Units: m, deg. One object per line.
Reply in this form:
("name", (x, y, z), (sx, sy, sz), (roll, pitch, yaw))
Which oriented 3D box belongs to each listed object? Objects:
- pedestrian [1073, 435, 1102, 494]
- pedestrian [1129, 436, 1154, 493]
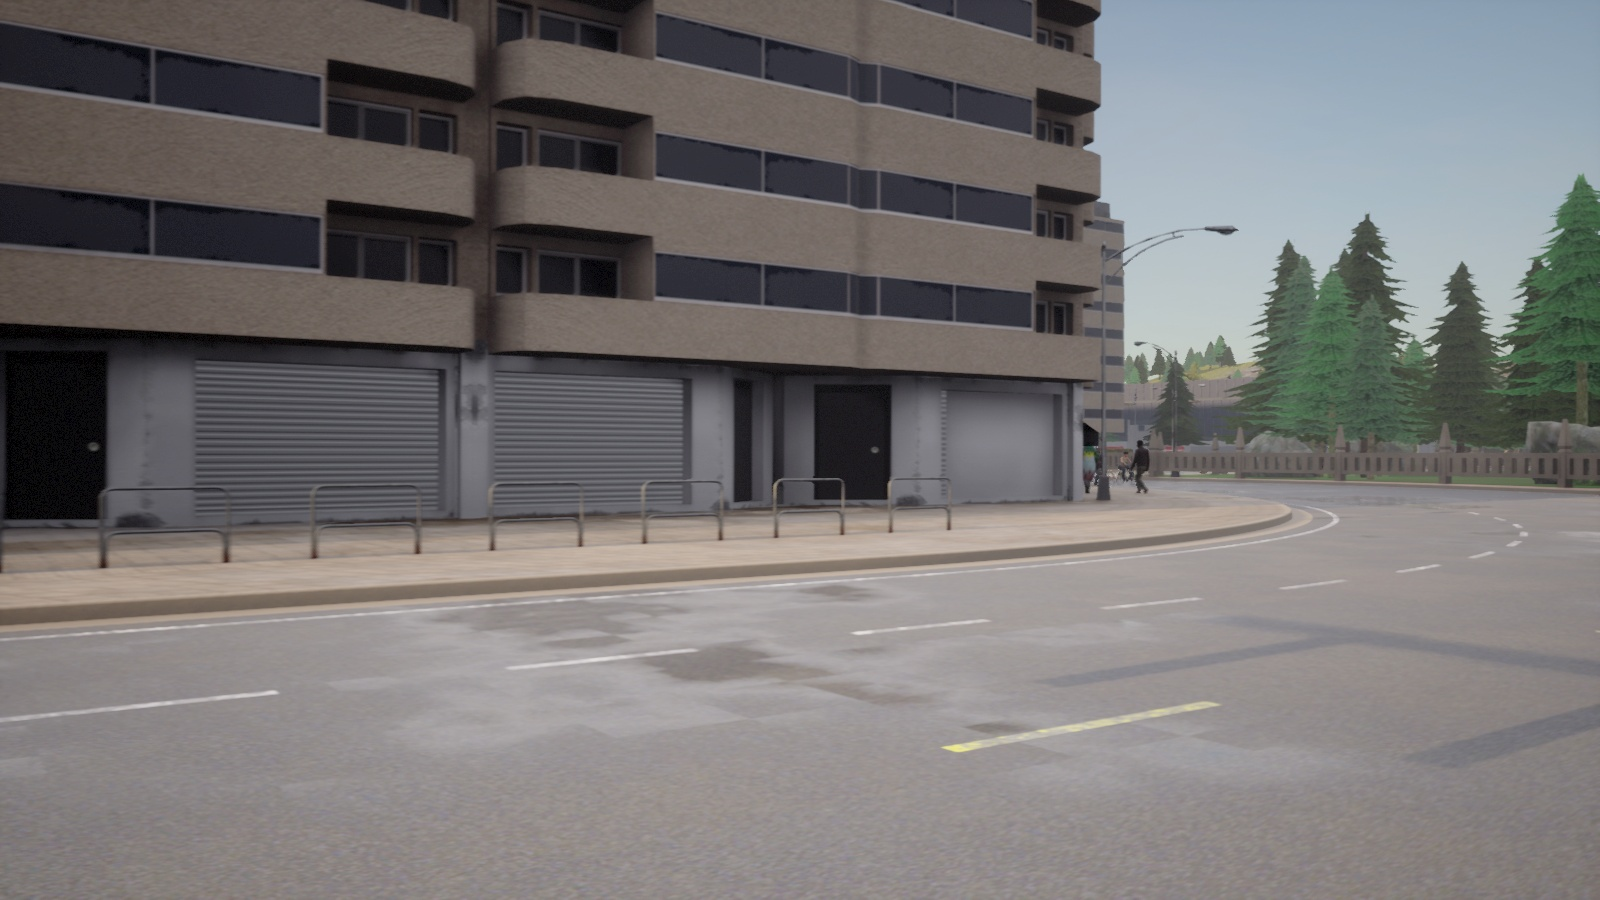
("pedestrian", (9.534, 0.480, 41.656), (0.659, 1.952, 0.873), (0, 0, -7))
("pedestrian", (11.126, 0.472, 40.967), (0.431, 1.840, 0.703), (0, 0, -25))
